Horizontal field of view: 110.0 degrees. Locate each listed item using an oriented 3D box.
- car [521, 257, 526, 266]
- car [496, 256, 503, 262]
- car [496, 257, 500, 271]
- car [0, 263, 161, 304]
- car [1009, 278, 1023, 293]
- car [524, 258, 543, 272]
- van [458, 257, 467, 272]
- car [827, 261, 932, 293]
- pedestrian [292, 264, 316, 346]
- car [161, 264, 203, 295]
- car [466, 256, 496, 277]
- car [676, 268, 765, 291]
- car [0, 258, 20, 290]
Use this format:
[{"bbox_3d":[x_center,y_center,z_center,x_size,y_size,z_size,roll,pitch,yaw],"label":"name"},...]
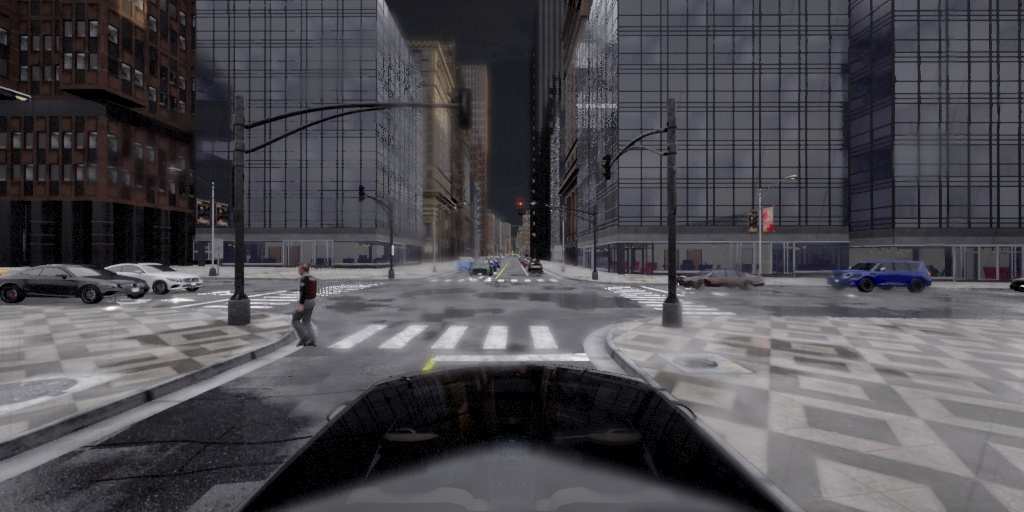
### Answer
[{"bbox_3d":[2.934,1.272,61.635,1.802,1.307,4.207,0,0,0],"label":"car"},{"bbox_3d":[-2.842,1.201,57.644,1.837,1.490,4.892,0,0,0],"label":"car"},{"bbox_3d":[-2.917,1.194,45.900,1.882,1.535,5.008,0,0,1],"label":"car"},{"bbox_3d":[-17.232,1.046,14.137,4.674,1.442,1.812,1,0,-1],"label":"car"},{"bbox_3d":[36.386,1.781,23.824,4.892,1.490,1.837,1,0,1],"label":"car"},{"bbox_3d":[2.840,1.284,44.687,1.948,1.339,4.313,0,0,0],"label":"car"},{"bbox_3d":[-5.685,1.059,44.733,1.690,1.789,3.998,0,0,0],"label":"van"},{"bbox_3d":[24.403,1.336,23.899,5.566,2.045,2.150,1,0,0],"label":"car"},{"bbox_3d":[-4.472,1.043,7.797,0.375,1.860,0.375,0,0,0],"label":"pedestrian"},{"bbox_3d":[-17.760,1.052,17.394,4.674,1.442,1.812,1,0,0],"label":"car"},{"bbox_3d":[-2.961,1.081,35.522,2.097,1.767,4.553,0,0,0],"label":"car"},{"bbox_3d":[13.742,1.518,23.951,5.357,1.411,2.033,1,0,0],"label":"car"},{"bbox_3d":[-27.703,0.876,17.441,5.008,1.535,1.882,1,0,1],"label":"car"}]
